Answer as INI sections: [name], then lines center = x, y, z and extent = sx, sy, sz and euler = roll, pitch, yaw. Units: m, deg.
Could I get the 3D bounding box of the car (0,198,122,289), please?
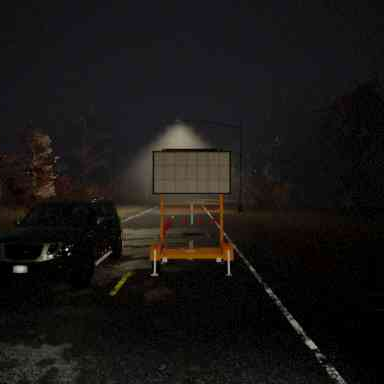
[car]
center = -3.501, 1.221, 9.548
extent = 2.150, 2.045, 5.566
euler = 0, 0, 0

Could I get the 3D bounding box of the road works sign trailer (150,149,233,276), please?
[road works sign trailer]
center = -0.004, 0.464, 10.335
extent = 2.380, 3.560, 2.880
euler = 0, 0, 0
